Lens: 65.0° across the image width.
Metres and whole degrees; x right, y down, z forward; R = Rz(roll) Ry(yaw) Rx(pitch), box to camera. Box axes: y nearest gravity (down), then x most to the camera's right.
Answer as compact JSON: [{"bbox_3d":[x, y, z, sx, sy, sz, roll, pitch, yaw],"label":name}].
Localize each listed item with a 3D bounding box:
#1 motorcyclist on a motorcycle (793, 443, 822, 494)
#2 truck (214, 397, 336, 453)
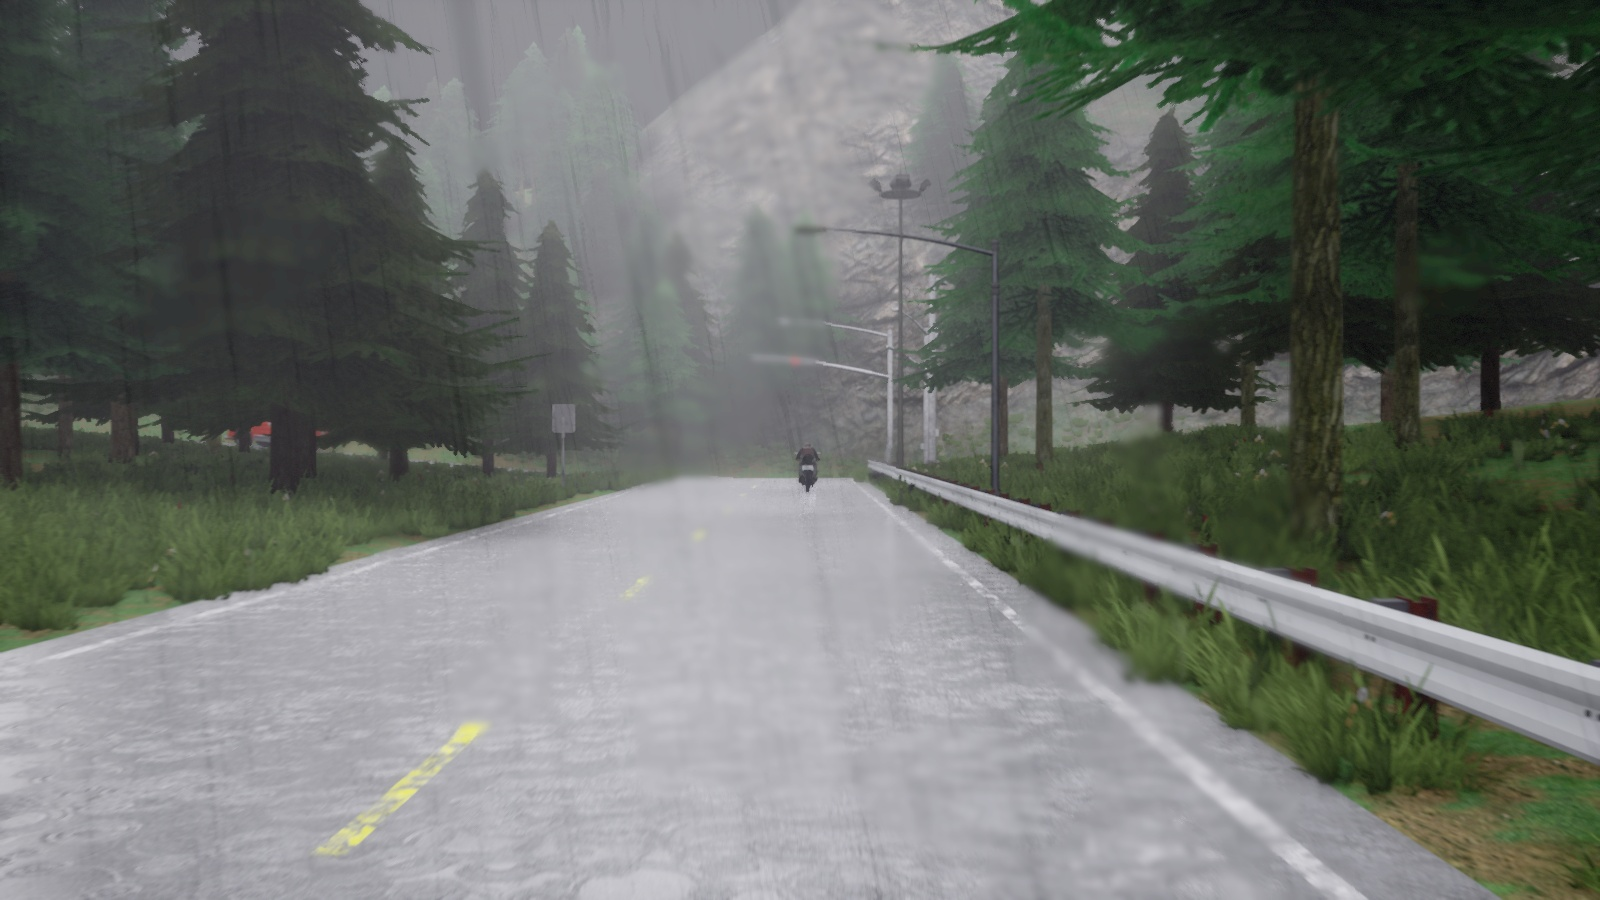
[{"bbox_3d":[0.237,0.545,38.968,0.866,1.530,2.191,0,0,0],"label":"motorcyclist on a motorcycle"},{"bbox_3d":[-27.583,-1.307,66.024,5.204,2.467,2.627,5,1,11],"label":"truck"}]
